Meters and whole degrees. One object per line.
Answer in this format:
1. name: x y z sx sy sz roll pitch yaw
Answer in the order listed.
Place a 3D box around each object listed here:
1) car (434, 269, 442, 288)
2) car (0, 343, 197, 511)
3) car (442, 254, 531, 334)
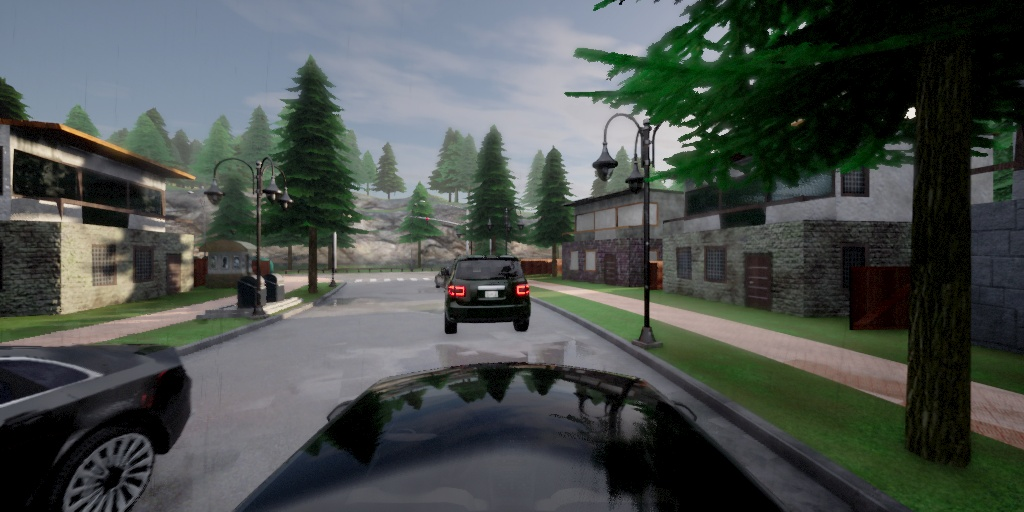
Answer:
1. car: -3.326 1.302 21.093 2.033 1.411 5.357 0 0 -21
2. car: -3.795 1.241 1.224 2.128 1.511 4.902 0 0 -2
3. car: -0.939 0.974 10.890 2.150 2.045 5.566 0 0 -10
